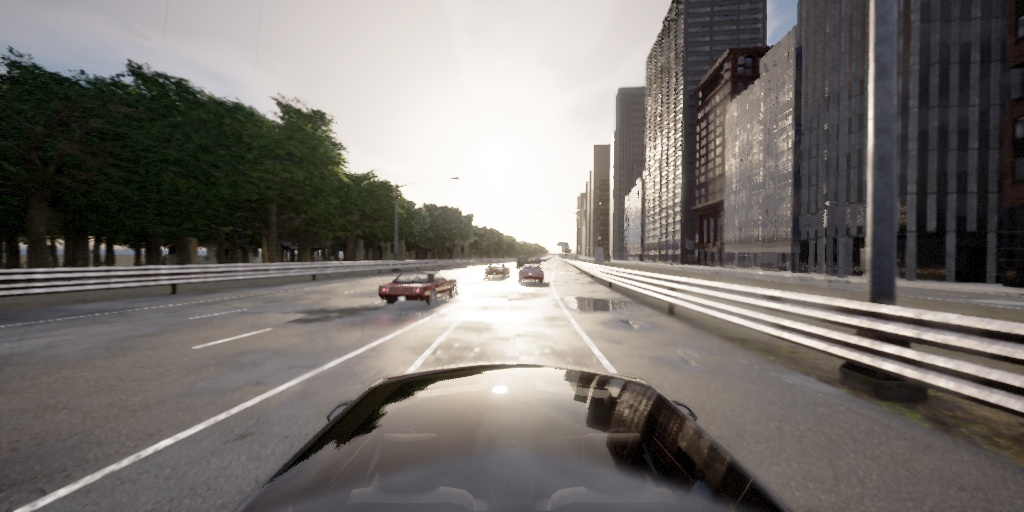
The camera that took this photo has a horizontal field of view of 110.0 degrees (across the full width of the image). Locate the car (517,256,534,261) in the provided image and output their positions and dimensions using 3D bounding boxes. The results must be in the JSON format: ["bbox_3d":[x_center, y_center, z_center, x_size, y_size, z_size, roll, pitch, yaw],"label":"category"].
[{"bbox_3d":[1.975,1.049,60.961,2.150,2.045,5.566,1,0,7],"label":"car"}]

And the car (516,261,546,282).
[{"bbox_3d":[1.639,1.357,29.597,1.994,1.385,4.181,1,0,6],"label":"car"}]

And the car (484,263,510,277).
[{"bbox_3d":[-1.342,1.369,35.149,1.895,1.301,4.718,1,0,7],"label":"car"}]

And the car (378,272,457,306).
[{"bbox_3d":[-3.860,1.322,15.657,1.895,1.301,4.718,1,0,7],"label":"car"}]
